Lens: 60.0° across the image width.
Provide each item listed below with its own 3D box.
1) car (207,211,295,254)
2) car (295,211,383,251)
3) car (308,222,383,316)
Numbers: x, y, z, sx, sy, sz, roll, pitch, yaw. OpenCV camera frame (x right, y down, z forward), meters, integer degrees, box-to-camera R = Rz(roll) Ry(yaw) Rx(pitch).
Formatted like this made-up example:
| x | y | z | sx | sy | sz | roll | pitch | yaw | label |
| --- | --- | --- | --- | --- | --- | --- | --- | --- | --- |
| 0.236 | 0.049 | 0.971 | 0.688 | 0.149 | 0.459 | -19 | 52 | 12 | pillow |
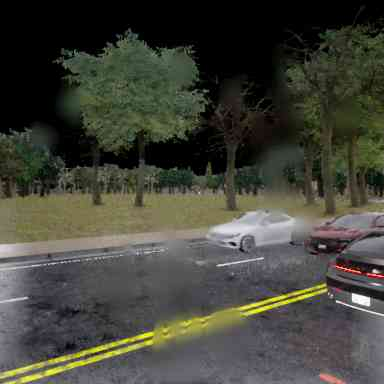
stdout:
| x | y | z | sx | sy | sz | roll | pitch | yaw | label |
| --- | --- | --- | --- | --- | --- | --- | --- | --- | --- |
| 2.756 | 1.526 | 13.655 | 4.674 | 1.442 | 1.812 | 0 | 0 | -36 | car |
| 6.210 | 1.478 | 12.130 | 5.008 | 1.535 | 1.882 | 0 | 0 | -36 | car |
| 4.713 | 1.505 | 6.816 | 4.892 | 1.490 | 1.837 | 0 | 0 | -36 | car |
